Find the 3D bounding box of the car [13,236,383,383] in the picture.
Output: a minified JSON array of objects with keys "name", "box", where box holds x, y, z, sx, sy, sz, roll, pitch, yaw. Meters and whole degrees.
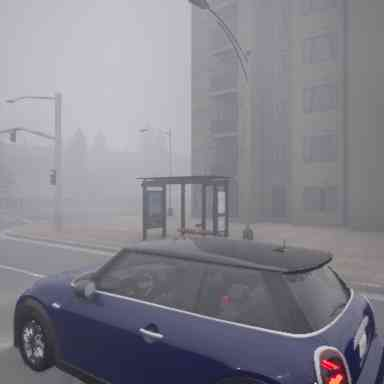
[{"name":"car","box":[-0.234,1.352,4.147,4.553,1.767,2.097,0,0,35]}]
